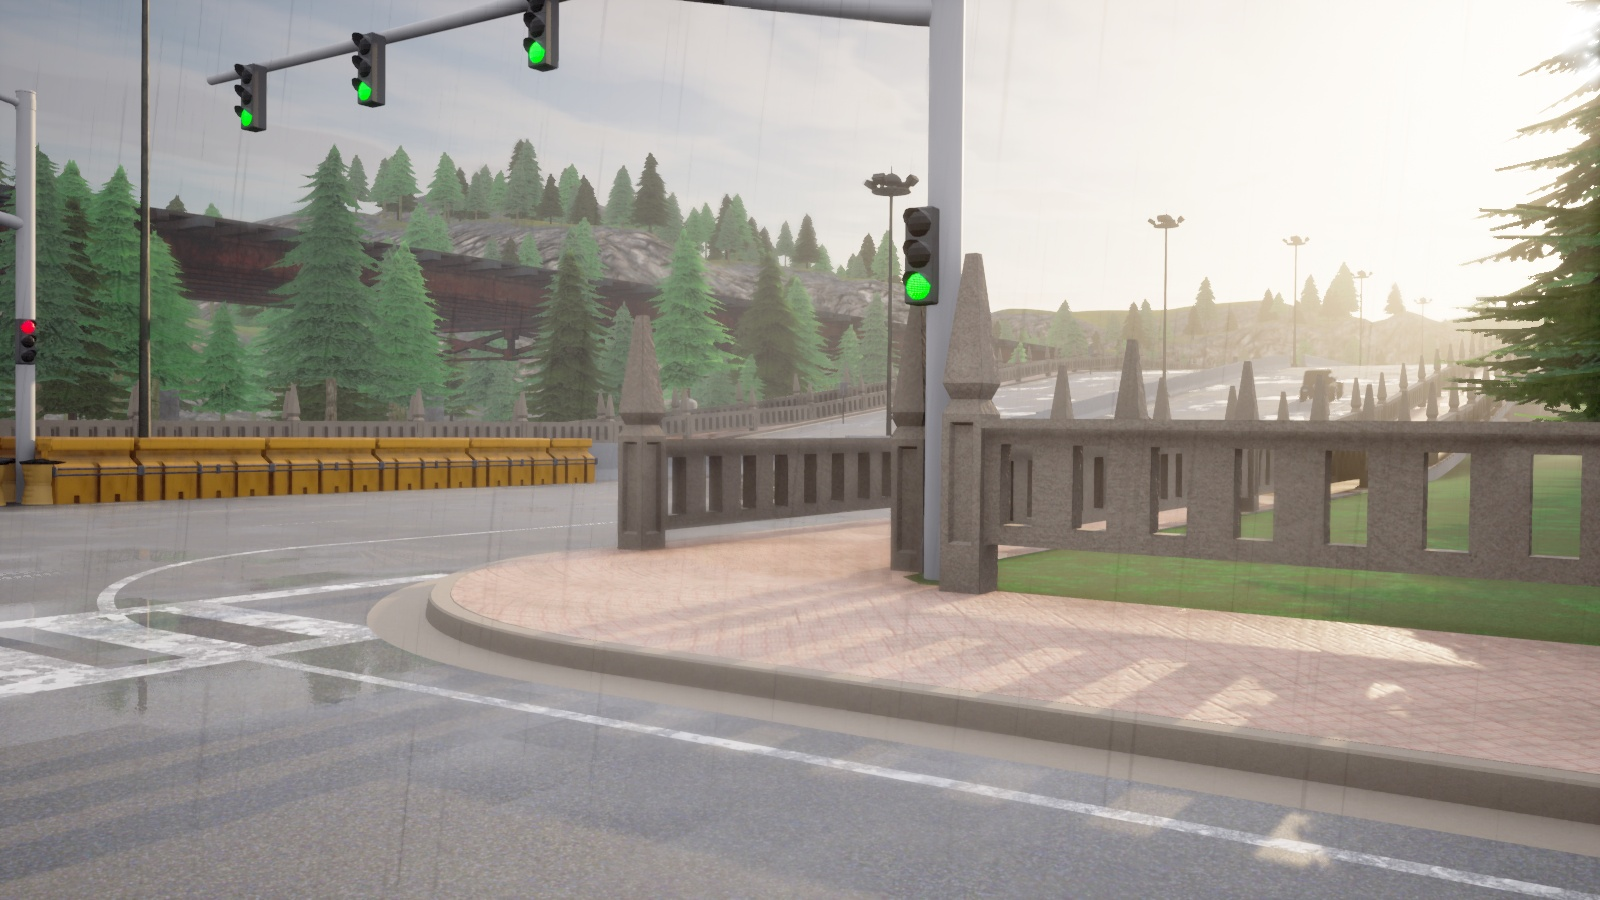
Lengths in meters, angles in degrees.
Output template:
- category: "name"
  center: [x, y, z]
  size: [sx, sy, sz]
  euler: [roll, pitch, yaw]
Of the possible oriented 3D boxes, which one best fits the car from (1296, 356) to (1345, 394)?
- category: "car"
  center: [30.891, -4.469, 74.469]
  size: [1.905, 1.878, 3.866]
  euler: [0, 8, 34]
